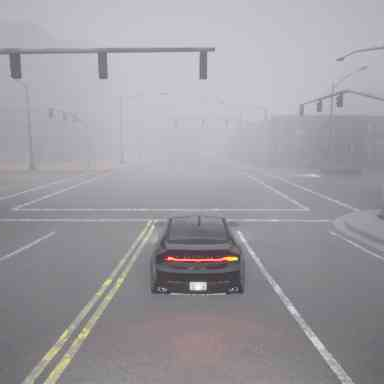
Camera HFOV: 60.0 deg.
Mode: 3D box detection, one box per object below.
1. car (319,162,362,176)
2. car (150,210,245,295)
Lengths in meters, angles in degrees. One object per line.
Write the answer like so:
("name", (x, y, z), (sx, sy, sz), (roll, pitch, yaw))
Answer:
("car", (15.866, -2.459, 35.616), (4.181, 1.385, 1.994), (0, 8, 0))
("car", (0.112, 1.197, 8.097), (1.837, 1.490, 4.892), (0, 4, 0))
